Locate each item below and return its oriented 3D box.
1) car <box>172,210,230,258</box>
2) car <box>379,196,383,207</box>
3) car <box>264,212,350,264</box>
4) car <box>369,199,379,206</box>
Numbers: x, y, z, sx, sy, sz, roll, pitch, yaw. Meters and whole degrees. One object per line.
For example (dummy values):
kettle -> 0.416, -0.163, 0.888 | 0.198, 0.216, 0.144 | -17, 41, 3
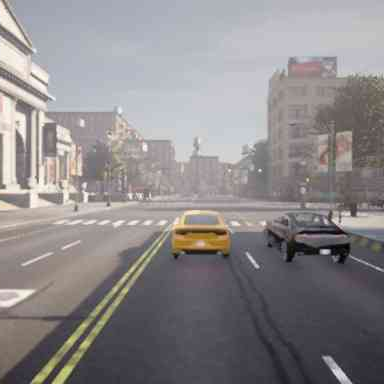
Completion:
car -> 0.346, 1.433, 12.660 | 1.882, 1.535, 5.008 | 0, 0, 2
car -> 28.966, 1.319, 45.658 | 4.553, 1.767, 2.097 | 0, 0, 2
car -> 3.823, 1.466, 11.795 | 2.128, 1.511, 4.902 | 0, 0, 2
car -> 28.806, 1.306, 49.151 | 4.553, 1.767, 2.097 | 0, 0, 2
